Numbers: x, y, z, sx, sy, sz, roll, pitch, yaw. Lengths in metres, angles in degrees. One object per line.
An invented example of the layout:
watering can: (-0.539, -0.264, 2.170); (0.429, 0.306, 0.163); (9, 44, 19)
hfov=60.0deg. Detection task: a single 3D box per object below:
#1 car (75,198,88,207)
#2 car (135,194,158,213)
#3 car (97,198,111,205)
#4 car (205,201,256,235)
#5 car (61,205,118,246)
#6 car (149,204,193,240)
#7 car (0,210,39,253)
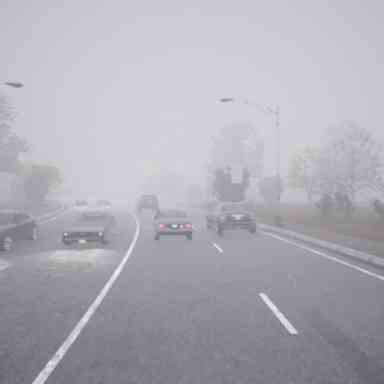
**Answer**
car: (-18.199, 1.700, 54.791); (1.895, 1.301, 4.718); (0, 0, -20)
car: (-5.212, 1.286, 38.215); (2.150, 2.045, 5.566); (0, 0, -15)
car: (-14.672, 1.663, 55.293); (1.994, 1.385, 4.181); (0, 0, -20)
car: (2.115, 1.376, 19.365); (2.097, 1.767, 4.553); (0, 0, -7)
car: (-4.631, 1.579, 15.822); (2.033, 1.411, 5.357); (0, 0, -6)
car: (-1.089, 1.575, 17.344); (2.033, 1.411, 5.357); (0, 0, -7)
car: (-7.976, 1.541, 13.895); (1.837, 1.490, 4.892); (0, 0, -6)
